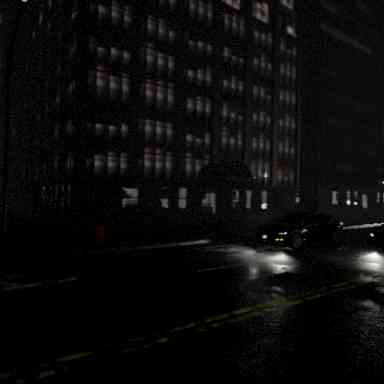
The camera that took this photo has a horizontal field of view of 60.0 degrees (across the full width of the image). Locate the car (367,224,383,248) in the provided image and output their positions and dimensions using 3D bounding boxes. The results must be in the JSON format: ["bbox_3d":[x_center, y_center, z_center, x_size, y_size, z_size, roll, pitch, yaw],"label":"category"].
[{"bbox_3d":[9.944,1.716,14.764,5.357,1.411,2.033,1,0,-35],"label":"car"}]

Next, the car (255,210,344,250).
[{"bbox_3d":[4.994,1.635,15.227,4.892,1.490,1.837,1,0,-35],"label":"car"}]
